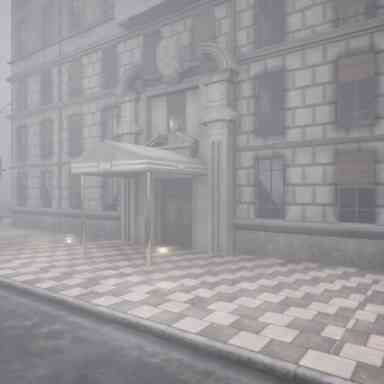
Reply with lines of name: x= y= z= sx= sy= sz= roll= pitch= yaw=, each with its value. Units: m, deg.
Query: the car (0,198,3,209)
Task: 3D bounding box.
car: x=-27.013 y=1.505 z=42.190 sx=1.837 sy=1.490 sz=4.892 roll=0 pitch=0 yaw=35

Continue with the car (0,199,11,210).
car: x=-24.157 y=1.526 z=40.180 sx=1.812 sy=1.442 sz=4.674 roll=0 pitch=0 yaw=36
